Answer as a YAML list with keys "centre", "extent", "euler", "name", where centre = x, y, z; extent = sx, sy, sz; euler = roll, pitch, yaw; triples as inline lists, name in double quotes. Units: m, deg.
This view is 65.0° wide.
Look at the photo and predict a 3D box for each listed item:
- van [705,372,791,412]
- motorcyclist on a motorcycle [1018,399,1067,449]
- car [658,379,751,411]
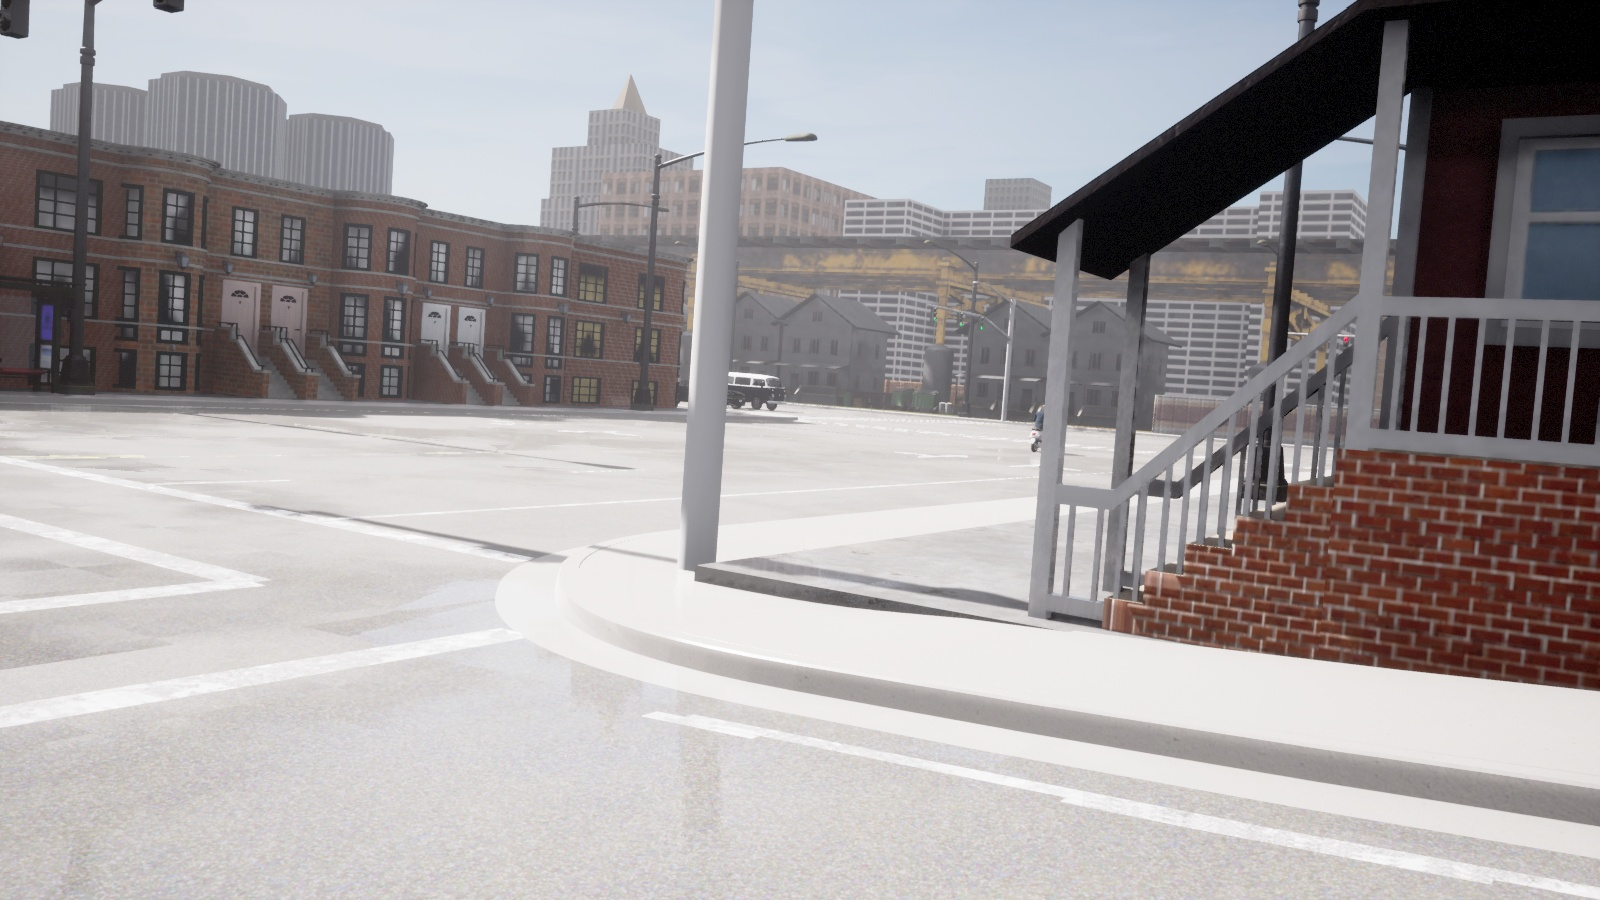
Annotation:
- centre: [-3.021, -3.350, 72.557]
  extent: [4.480, 2.038, 2.069]
  euler: [5, 4, 34]
  name: "van"
- centre: [8.082, -0.857, 41.775]
  extent: [0.866, 1.590, 1.817]
  euler: [5, 4, 34]
  name: "motorcyclist on a motorcycle"
- centre: [-5.344, -3.072, 69.899]
  extent: [5.008, 1.535, 1.882]
  euler: [5, 4, 34]
  name: "car"
